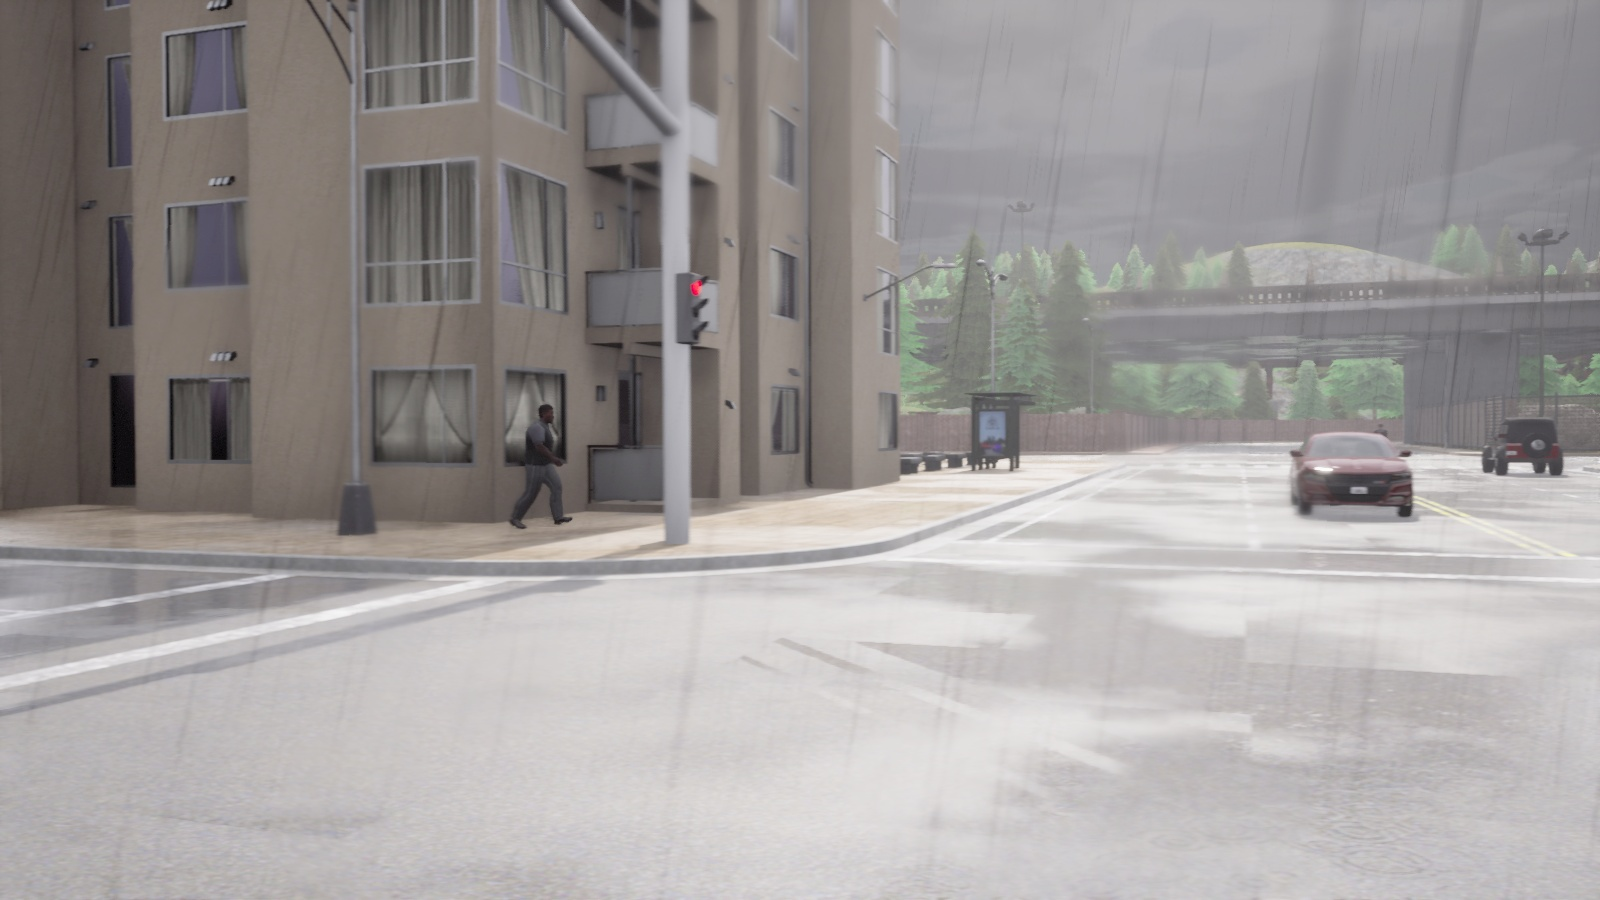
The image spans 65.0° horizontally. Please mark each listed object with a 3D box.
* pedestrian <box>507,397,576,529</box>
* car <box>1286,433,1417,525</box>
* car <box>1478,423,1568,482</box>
[{"bbox_3d":[-3.736,0.180,18.177,0.849,1.883,0.563,0,1,8],"label":"pedestrian"},{"bbox_3d":[10.399,0.459,23.979,1.882,1.535,5.008,1,1,19],"label":"car"},{"bbox_3d":[24.057,0.042,41.928,1.905,1.878,3.866,1,1,19],"label":"car"}]
